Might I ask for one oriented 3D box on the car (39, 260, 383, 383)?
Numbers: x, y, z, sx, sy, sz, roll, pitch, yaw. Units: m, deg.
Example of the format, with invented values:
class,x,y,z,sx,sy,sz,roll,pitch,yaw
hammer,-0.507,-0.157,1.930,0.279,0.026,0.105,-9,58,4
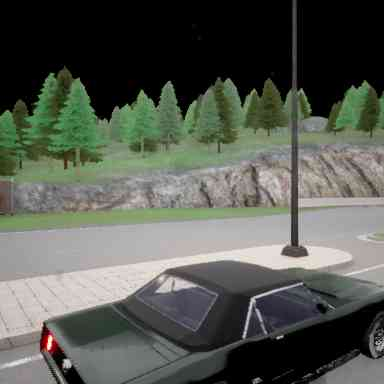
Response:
class,x,y,z,sx,sy,sz,roll,pitch,yaw
car,0.755,1.600,4.282,4.718,1.301,1.895,0,0,-35
